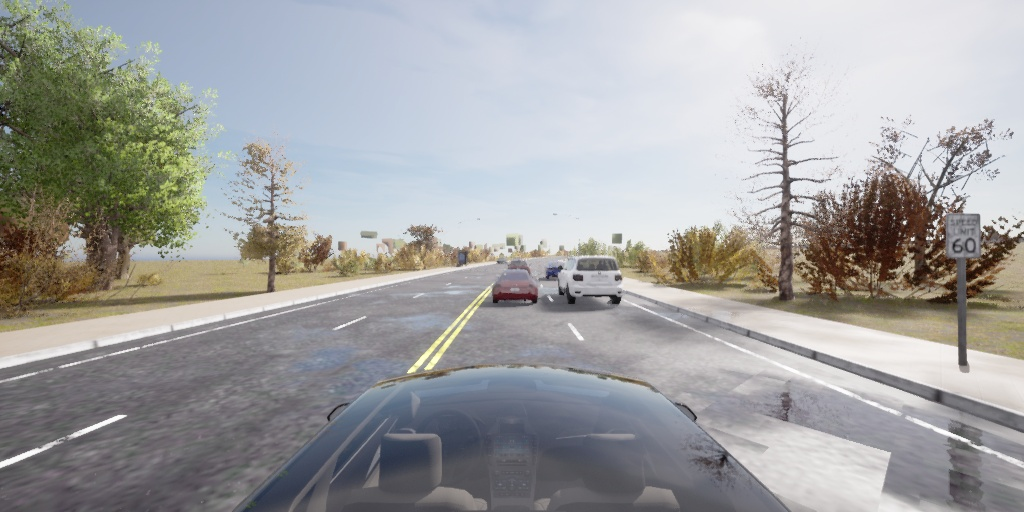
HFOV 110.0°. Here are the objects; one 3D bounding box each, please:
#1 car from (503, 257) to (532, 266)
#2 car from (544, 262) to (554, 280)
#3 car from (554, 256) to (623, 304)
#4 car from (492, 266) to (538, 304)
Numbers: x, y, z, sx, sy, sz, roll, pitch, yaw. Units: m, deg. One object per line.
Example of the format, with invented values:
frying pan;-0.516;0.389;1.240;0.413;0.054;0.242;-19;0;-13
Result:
car;0.629;1.096;31.379;2.097;1.767;4.553;0;0;2
car;3.877;1.213;31.272;1.882;1.535;5.008;0;0;2
car;3.406;1.004;16.413;2.150;2.045;5.566;0;0;1
car;0.157;1.320;16.450;1.994;1.385;4.181;0;0;1
